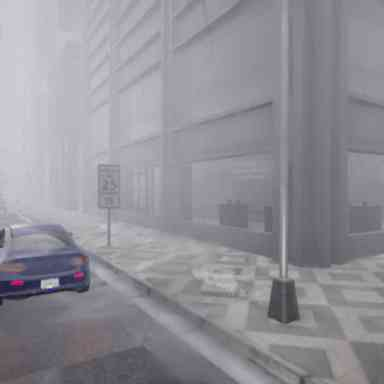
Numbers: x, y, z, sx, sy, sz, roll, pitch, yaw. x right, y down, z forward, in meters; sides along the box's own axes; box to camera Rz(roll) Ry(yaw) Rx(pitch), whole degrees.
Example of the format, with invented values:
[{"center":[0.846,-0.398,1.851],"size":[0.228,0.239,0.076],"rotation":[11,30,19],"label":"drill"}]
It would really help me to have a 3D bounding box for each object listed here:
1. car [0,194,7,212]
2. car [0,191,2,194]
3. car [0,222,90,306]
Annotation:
[{"center":[-19.608,1.243,33.326],"size":[2.033,1.411,5.357],"rotation":[0,1,-32],"label":"car"},{"center":[-25.200,0.837,42.175],"size":[2.150,2.045,5.566],"rotation":[0,1,-32],"label":"car"},{"center":[-3.759,1.453,7.904],"size":[1.812,1.442,4.674],"rotation":[0,1,-32],"label":"car"}]
